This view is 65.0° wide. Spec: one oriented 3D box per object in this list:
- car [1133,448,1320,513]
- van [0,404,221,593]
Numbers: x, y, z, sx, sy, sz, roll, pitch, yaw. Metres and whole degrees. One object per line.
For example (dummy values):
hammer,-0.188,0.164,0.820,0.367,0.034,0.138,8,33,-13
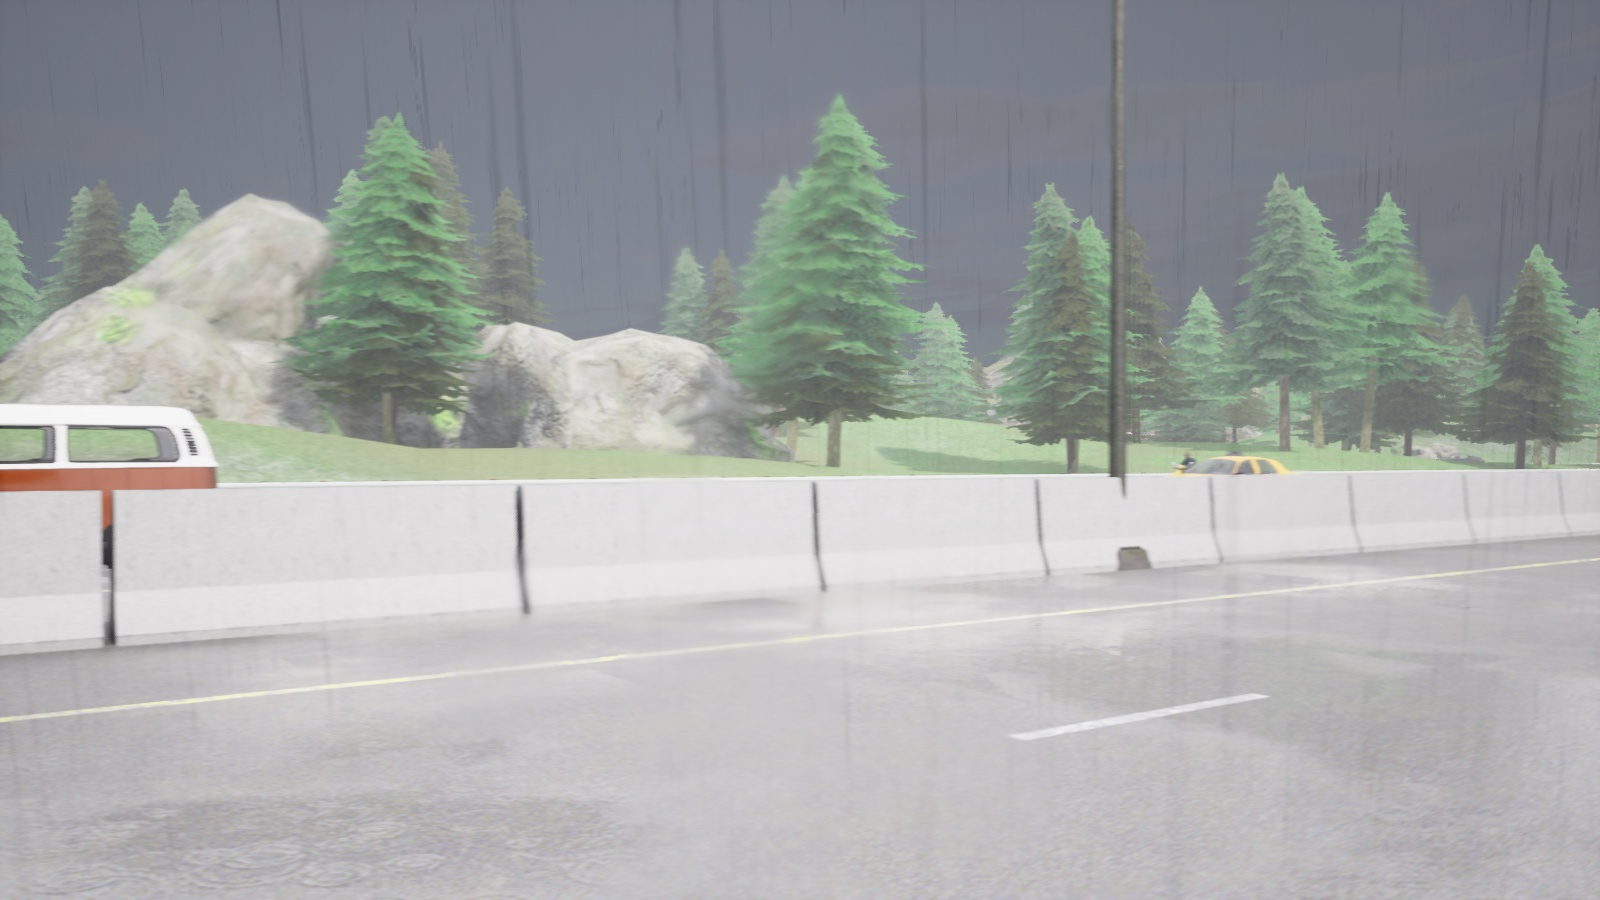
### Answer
car,11.193,0.751,32.771,5.366,1.575,1.801,0,0,-35
van,-9.222,0.523,14.298,4.480,2.038,2.069,0,0,-35
